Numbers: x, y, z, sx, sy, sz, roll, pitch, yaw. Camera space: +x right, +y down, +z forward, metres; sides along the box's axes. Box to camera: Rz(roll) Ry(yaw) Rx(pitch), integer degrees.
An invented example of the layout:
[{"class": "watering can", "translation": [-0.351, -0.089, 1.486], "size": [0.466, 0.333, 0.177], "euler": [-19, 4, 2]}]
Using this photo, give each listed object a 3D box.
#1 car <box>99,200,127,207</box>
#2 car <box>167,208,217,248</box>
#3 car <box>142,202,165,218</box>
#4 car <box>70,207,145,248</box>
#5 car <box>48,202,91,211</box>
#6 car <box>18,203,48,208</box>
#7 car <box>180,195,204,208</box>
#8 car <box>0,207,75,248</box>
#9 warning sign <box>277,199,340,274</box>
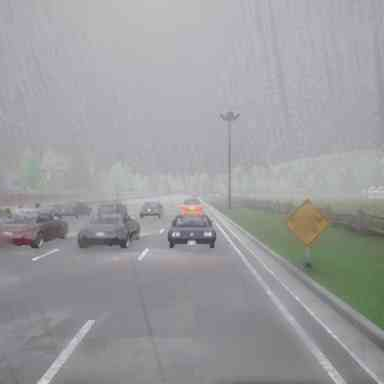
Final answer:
[{"class": "car", "translation": [-7.000, 1.495, 29.650], "size": [2.128, 1.511, 4.902], "euler": [0, 0, 0]}, {"class": "car", "translation": [0.000, 1.616, 14.680], "size": [1.895, 1.301, 4.718], "euler": [0, 0, 0]}, {"class": "car", "translation": [-3.500, 1.563, 29.650], "size": [2.033, 1.411, 5.357], "euler": [0, 0, 0]}, {"class": "car", "translation": [-3.500, 1.572, 14.650], "size": [1.994, 1.385, 4.181], "euler": [0, 0, 0]}, {"class": "car", "translation": [-10.500, 1.563, 29.650], "size": [2.033, 1.411, 5.357], "euler": [0, 0, 0]}, {"class": "car", "translation": [-14.000, 1.616, 29.680], "size": [1.895, 1.301, 4.718], "euler": [0, 0, 0]}, {"class": "car", "translation": [0.000, 1.366, 29.620], "size": [2.097, 1.767, 4.553], "euler": [0, 0, 0]}, {"class": "car", "translation": [-7.000, 1.572, 14.650], "size": [1.994, 1.385, 4.181], "euler": [0, 0, 0]}, {"class": "warning sign", "translation": [3.050, 1.114, 8.834], "size": [1.300, 1.860, 1.060], "euler": [0, 0, 0]}]
